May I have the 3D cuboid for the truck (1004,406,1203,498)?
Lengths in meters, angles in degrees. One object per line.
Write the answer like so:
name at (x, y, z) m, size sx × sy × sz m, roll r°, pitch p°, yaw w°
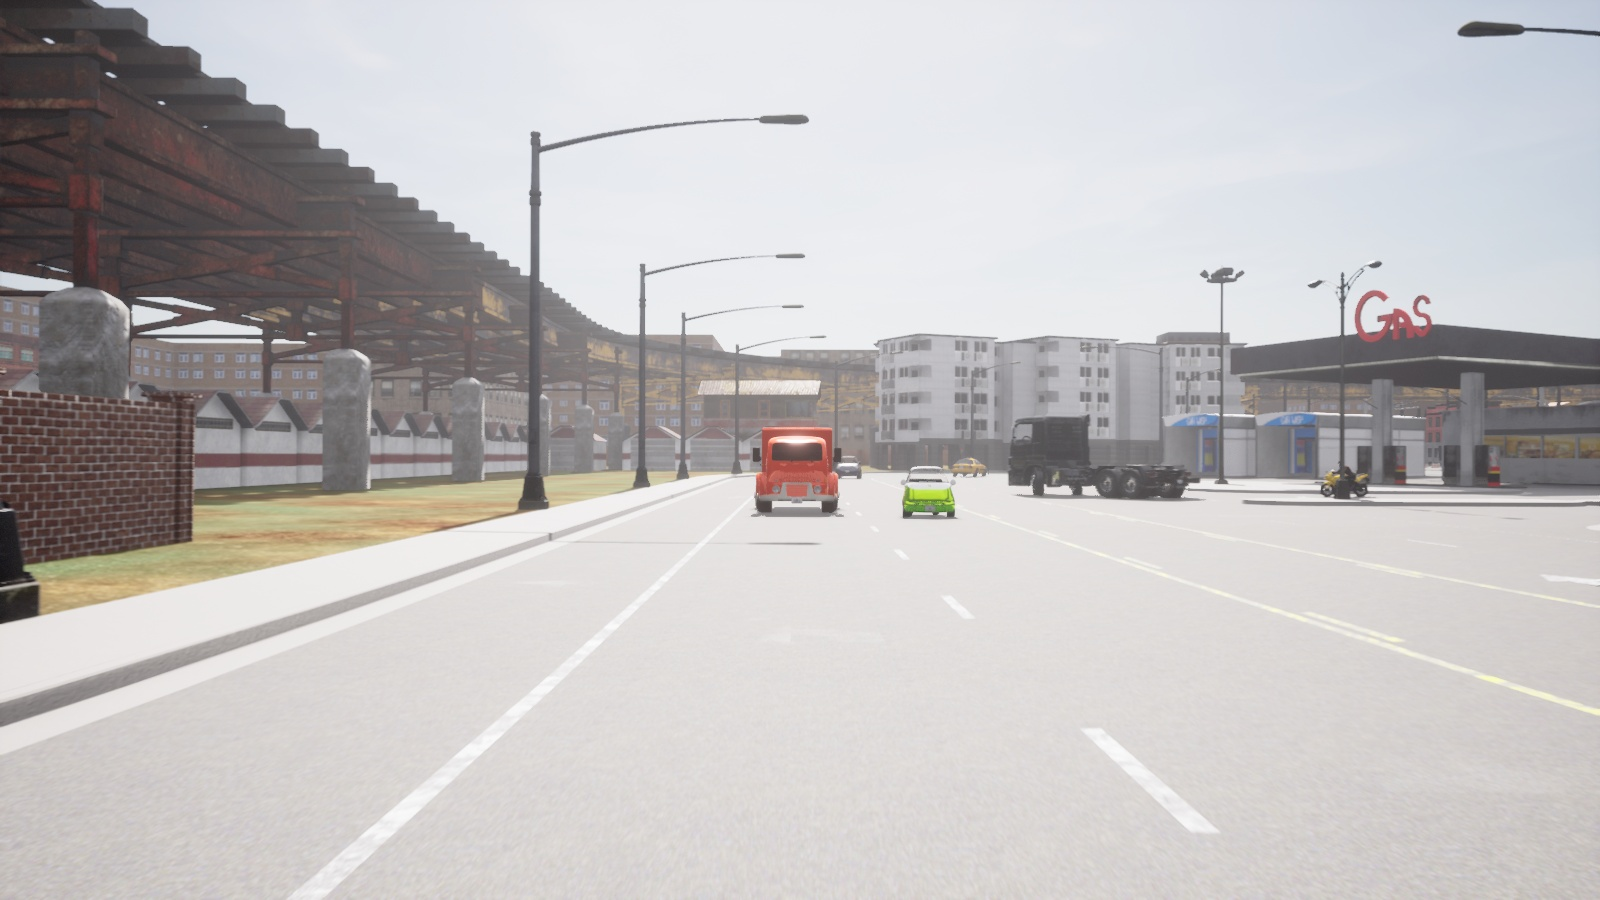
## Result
truck at (12.261, 0.092, 51.470) m, size 2.891 × 3.462 × 7.936 m, roll 0°, pitch 0°, yaw -35°

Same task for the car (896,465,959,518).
car at (3.423, 1.094, 34.059) m, size 1.481 × 1.376 × 2.207 m, roll 0°, pitch -1°, yaw 0°

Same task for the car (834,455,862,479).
car at (3.395, 1.155, 87.989) m, size 1.851 × 1.617 × 3.988 m, roll 0°, pitch 0°, yaw 4°

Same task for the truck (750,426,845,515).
truck at (-0.087, 0.579, 37.384) m, size 2.627 × 2.467 × 5.204 m, roll 0°, pitch 0°, yaw 0°

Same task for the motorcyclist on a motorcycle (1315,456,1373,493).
motorcyclist on a motorcycle at (22.508, 1.018, 51.956) m, size 2.044 × 1.523 × 0.797 m, roll 0°, pitch 0°, yaw 0°
